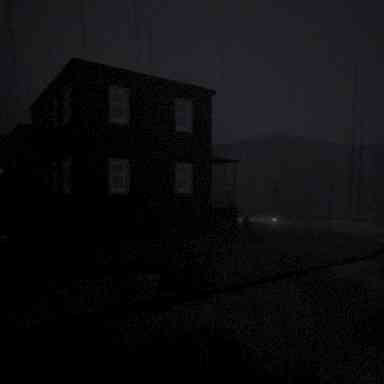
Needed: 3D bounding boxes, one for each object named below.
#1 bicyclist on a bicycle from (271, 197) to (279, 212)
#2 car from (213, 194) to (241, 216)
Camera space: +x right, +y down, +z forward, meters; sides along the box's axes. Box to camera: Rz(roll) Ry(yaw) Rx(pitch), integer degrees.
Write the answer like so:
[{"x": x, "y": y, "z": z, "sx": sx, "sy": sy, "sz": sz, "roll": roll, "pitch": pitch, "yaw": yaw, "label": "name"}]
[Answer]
[{"x": 8.906, "y": 1.344, "z": 35.165, "sx": 1.656, "sy": 1.620, "sz": 0.582, "roll": 0, "pitch": 0, "yaw": -35, "label": "bicyclist on a bicycle"}, {"x": 2.002, "y": 1.216, "z": 30.382, "sx": 2.150, "sy": 2.045, "sz": 5.566, "roll": 0, "pitch": 0, "yaw": -35, "label": "car"}]
